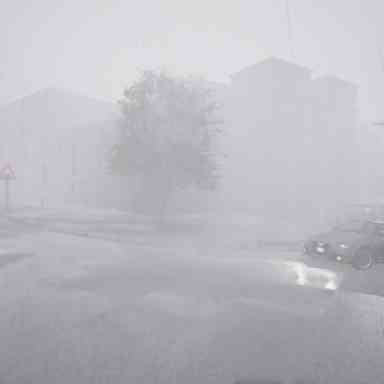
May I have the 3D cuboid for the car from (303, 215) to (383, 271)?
[{"bbox_3d":[5.825,1.641,11.056,4.181,1.385,1.994,1,-1,-22],"label":"car"}]

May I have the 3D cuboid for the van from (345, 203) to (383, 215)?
[{"bbox_3d":[12.955,1.790,22.786,4.442,1.987,1.878,0,-2,34],"label":"van"}]
